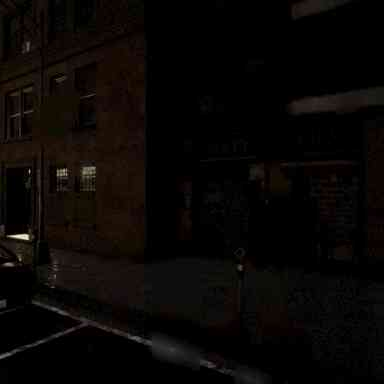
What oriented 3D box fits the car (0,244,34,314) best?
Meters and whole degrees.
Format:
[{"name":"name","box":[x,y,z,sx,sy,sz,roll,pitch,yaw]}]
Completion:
[{"name":"car","box":[-4.827,1.551,6.510,4.403,1.369,2.008,0,0,35]}]
